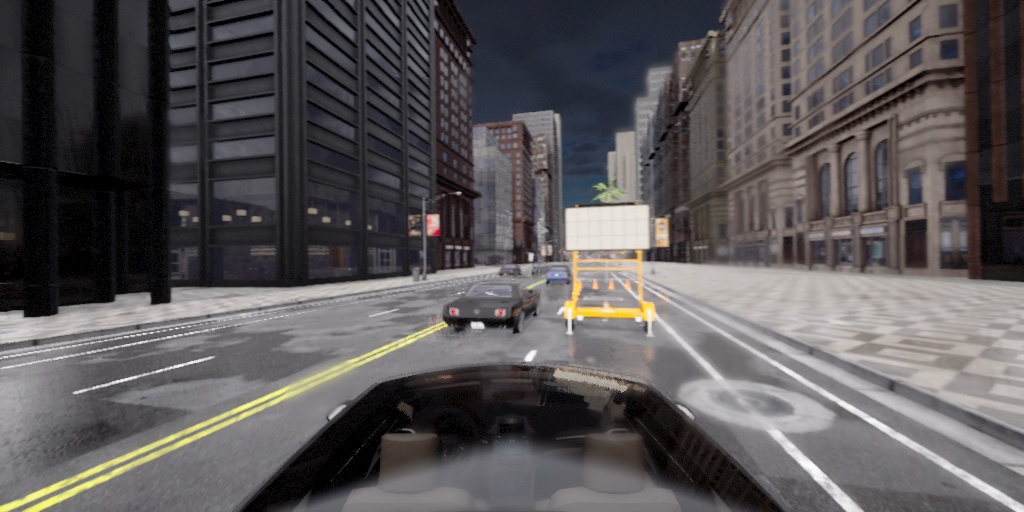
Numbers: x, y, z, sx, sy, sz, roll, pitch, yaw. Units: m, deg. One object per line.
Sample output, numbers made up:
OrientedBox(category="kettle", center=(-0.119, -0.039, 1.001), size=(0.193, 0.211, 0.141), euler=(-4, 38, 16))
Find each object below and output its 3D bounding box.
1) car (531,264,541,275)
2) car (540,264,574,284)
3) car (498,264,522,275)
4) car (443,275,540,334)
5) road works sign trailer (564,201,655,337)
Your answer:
OrientedBox(category="car", center=(3.500, 1.607, 42.349), size=(1.994, 1.385, 4.181), euler=(-1, -1, 13))
OrientedBox(category="car", center=(3.881, 1.472, 28.899), size=(2.033, 1.411, 5.357), euler=(-1, -1, 13))
OrientedBox(category="car", center=(-0.115, 1.622, 41.180), size=(2.033, 1.411, 5.357), euler=(-1, -1, 13))
OrientedBox(category="car", center=(-0.332, 1.429, 10.986), size=(1.895, 1.301, 4.718), euler=(-1, 0, 13))
OrientedBox(category="road works sign trailer", center=(2.808, 0.252, 10.547), size=(2.380, 3.560, 2.880), euler=(0, 0, 13))
